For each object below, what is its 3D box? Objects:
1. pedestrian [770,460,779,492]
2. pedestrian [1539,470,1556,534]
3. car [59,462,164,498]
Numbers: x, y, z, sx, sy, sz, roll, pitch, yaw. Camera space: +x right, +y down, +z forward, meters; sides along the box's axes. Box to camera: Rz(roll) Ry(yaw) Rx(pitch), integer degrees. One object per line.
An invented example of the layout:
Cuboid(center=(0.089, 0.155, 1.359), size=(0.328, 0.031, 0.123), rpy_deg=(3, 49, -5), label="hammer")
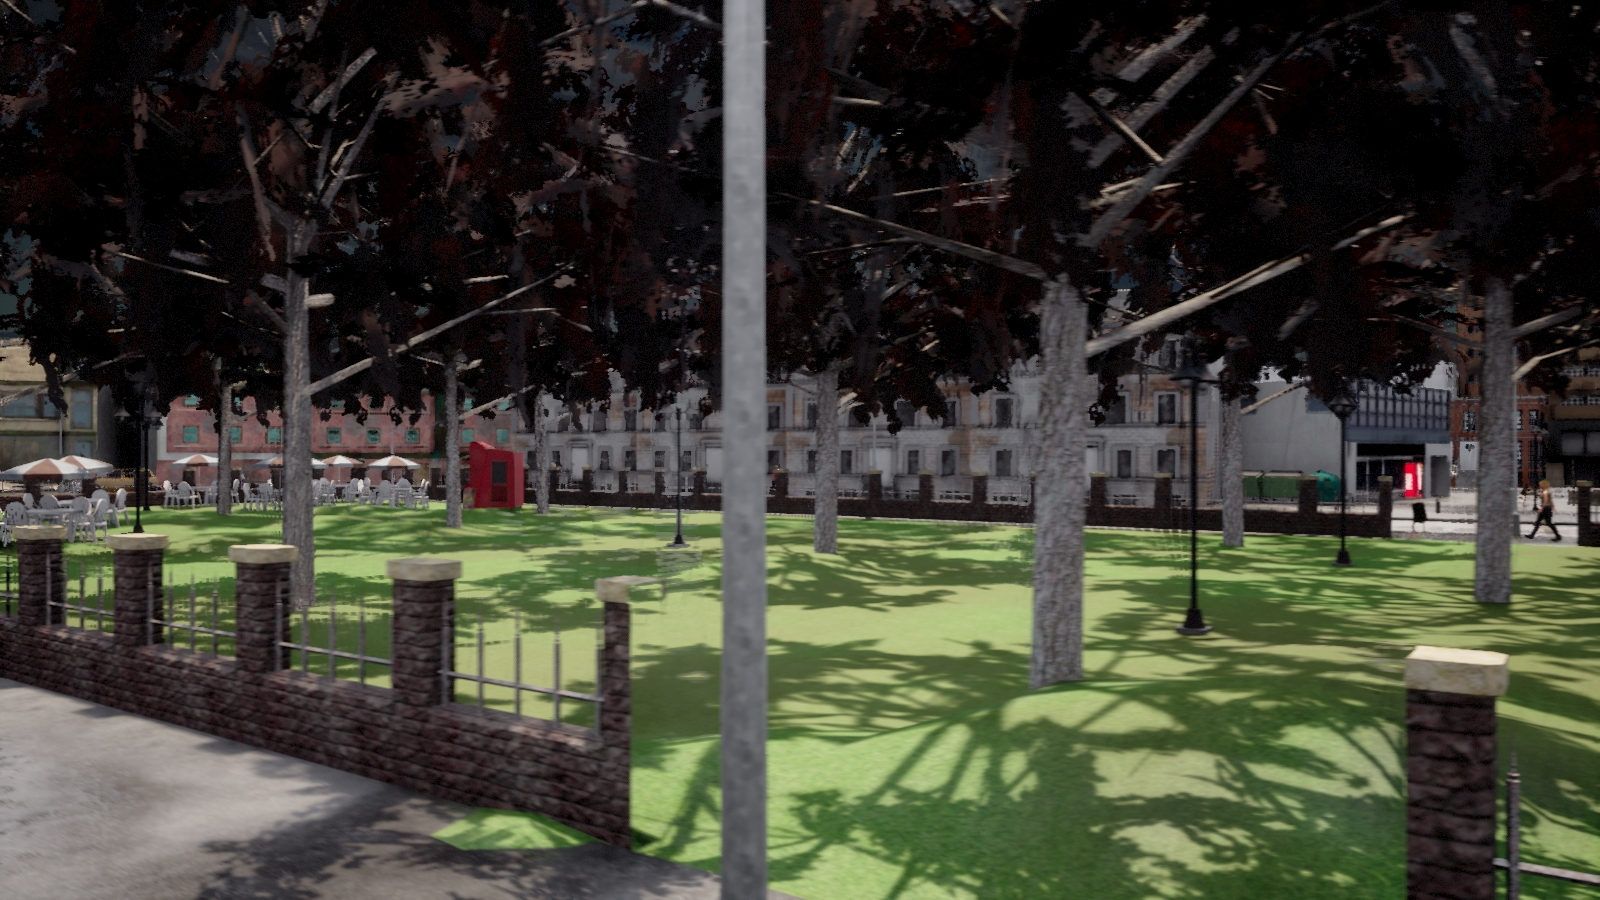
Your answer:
Cuboid(center=(-1.463, 1.518, 66.168), size=(0.375, 1.860, 0.375), rpy_deg=(0, 0, 30), label="pedestrian")
Cuboid(center=(22.008, 1.522, 33.637), size=(0.375, 1.860, 0.375), rpy_deg=(0, 0, 38), label="pedestrian")
Cuboid(center=(-38.340, 1.632, 63.720), size=(1.932, 1.855, 4.605), rpy_deg=(0, 0, 37), label="car")
